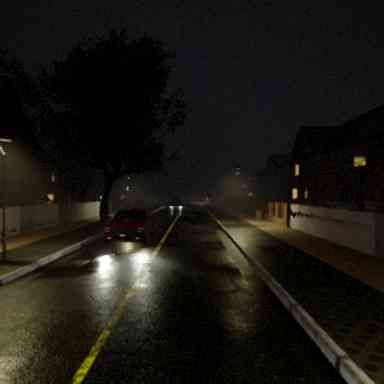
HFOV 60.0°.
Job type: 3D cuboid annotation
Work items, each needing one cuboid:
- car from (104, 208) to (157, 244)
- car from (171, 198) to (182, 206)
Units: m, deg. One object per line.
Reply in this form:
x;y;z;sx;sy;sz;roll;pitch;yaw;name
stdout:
-2.855;1.519;16.139;1.882;1.535;5.008;0;0;0;car
-2.769;1.895;60.698;1.812;1.442;4.674;0;0;0;car
